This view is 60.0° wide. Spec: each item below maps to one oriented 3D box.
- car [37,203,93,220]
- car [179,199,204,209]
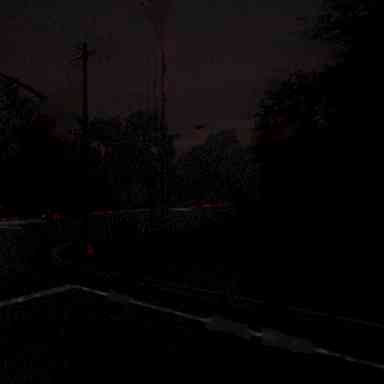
[{"bbox_3d":[-11.373,1.716,29.938,1.895,1.301,4.718,0,0,32],"label":"car"},{"bbox_3d":[-0.049,1.683,47.841,1.994,1.385,4.181,0,0,32],"label":"car"}]
